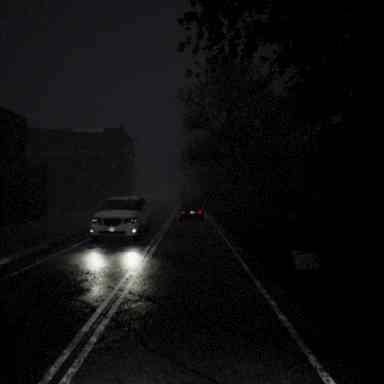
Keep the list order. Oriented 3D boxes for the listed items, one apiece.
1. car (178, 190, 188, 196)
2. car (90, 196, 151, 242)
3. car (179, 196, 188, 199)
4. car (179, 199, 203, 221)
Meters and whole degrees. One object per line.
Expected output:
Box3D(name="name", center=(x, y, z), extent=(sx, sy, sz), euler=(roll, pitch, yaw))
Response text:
Box3D(name="car", center=(-2.032, 0.643, 78.741), extent=(2.150, 2.045, 5.566), euler=(0, 1, -3))
Box3D(name="car", center=(-3.394, 1.220, 16.782), extent=(2.150, 2.045, 5.566), euler=(0, 0, 0))
Box3D(name="car", center=(-0.456, 1.551, 43.935), extent=(1.895, 1.301, 4.718), euler=(0, 0, -2))
Box3D(name="car", center=(-0.069, 1.535, 26.839), extent=(2.033, 1.411, 5.357), euler=(0, 0, -1))
